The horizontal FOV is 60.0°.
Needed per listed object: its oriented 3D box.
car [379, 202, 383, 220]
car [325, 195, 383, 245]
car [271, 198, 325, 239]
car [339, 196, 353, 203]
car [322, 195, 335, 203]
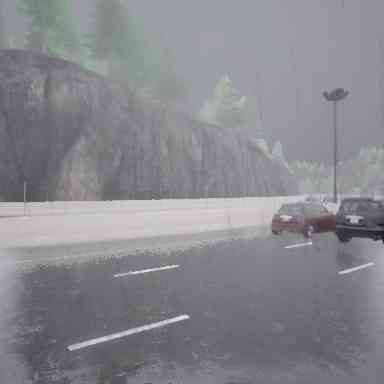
[{"bbox_3d":[17.616,1.572,28.208,1.994,1.385,4.181,0,0,45],"label":"car"},{"bbox_3d":[8.560,1.258,15.093,5.566,2.045,2.150,0,0,-40],"label":"car"},{"bbox_3d":[6.250,1.366,17.723,4.553,1.767,2.097,0,0,-40],"label":"car"},{"bbox_3d":[31.916,1.523,68.693,2.033,1.411,5.357,0,0,32],"label":"car"},{"bbox_3d":[28.911,1.489,70.487,1.837,1.490,4.892,0,0,32],"label":"car"}]
